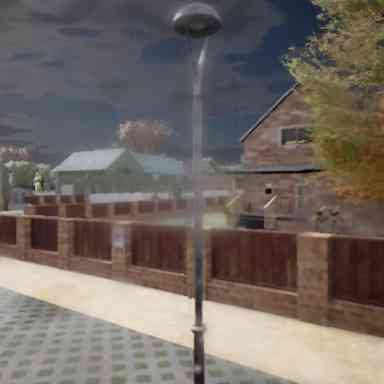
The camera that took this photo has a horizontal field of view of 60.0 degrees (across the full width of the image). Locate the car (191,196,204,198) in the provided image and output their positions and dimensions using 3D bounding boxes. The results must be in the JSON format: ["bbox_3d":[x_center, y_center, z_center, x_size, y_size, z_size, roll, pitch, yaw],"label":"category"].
[{"bbox_3d":[1.040,1.189,44.093,1.895,1.301,4.718,1,2,35],"label":"car"}]

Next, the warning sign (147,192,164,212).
[{"bbox_3d":[-3.642,0.963,33.095,1.300,1.860,1.060,0,0,35],"label":"warning sign"}]

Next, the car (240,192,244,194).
[{"bbox_3d":[9.527,0.674,56.132,2.097,1.767,4.553,1,2,35],"label":"car"}]
